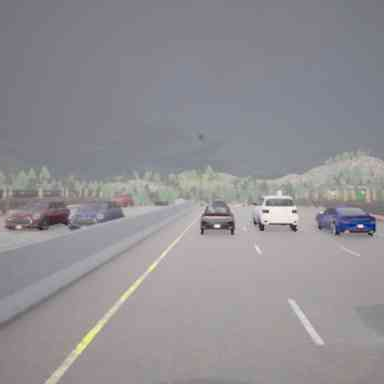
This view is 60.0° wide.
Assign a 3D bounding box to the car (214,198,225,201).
[{"bbox_3d":[3.438,1.543,41.890,1.837,1.490,4.892,0,0,5],"label":"car"}]

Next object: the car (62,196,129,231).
[{"bbox_3d":[-5.671,1.337,20.157,2.097,1.767,4.553,0,0,5],"label":"car"}]

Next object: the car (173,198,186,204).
[{"bbox_3d":[-2.087,1.888,60.748,1.812,1.442,4.674,0,-3,5],"label":"car"}]

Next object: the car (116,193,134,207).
[{"bbox_3d":[-10.177,1.201,48.970,2.150,2.045,5.566,0,0,5],"label":"car"}]

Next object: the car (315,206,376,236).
[{"bbox_3d":[8.467,1.526,18.765,1.882,1.535,5.008,0,0,5],"label":"car"}]

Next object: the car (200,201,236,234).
[{"bbox_3d":[1.483,1.509,19.231,2.128,1.511,4.902,0,0,5],"label":"car"}]

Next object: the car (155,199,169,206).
[{"bbox_3d":[-5.577,1.945,61.004,1.895,1.301,4.718,0,-3,6],"label":"car"}]

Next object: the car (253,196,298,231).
[{"bbox_3d":[5.151,1.256,21.096,2.150,2.045,5.566,0,0,5],"label":"car"}]

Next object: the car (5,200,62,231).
[{"bbox_3d":[-9.178,1.322,20.232,2.097,1.767,4.553,0,0,5],"label":"car"}]
